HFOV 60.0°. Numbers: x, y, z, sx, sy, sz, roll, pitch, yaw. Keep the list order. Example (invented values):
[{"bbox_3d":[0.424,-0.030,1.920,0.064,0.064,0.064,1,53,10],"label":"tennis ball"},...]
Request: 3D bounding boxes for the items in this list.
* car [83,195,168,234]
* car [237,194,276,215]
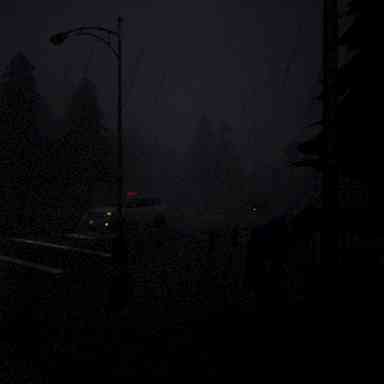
[{"bbox_3d":[-3.713,1.234,19.762,2.150,2.045,5.566,0,0,35],"label":"car"},{"bbox_3d":[6.841,1.233,34.723,2.150,2.045,5.566,0,0,37],"label":"car"}]
